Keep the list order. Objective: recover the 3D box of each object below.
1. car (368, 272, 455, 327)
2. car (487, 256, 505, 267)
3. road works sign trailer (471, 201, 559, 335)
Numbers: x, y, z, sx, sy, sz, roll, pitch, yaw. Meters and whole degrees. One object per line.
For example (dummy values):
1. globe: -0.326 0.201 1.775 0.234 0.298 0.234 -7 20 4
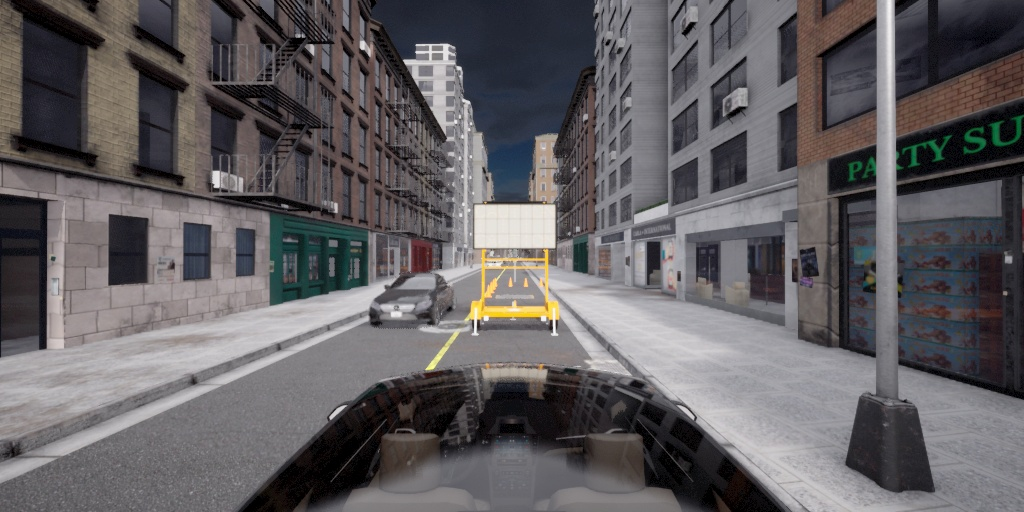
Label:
1. car: -3.012 1.275 11.711 1.812 1.442 4.674 0 0 0
2. car: -2.664 0.949 55.270 2.150 2.045 5.566 0 0 1
3. road works sign trailer: 0.085 0.214 10.442 2.380 3.560 2.880 0 0 1
